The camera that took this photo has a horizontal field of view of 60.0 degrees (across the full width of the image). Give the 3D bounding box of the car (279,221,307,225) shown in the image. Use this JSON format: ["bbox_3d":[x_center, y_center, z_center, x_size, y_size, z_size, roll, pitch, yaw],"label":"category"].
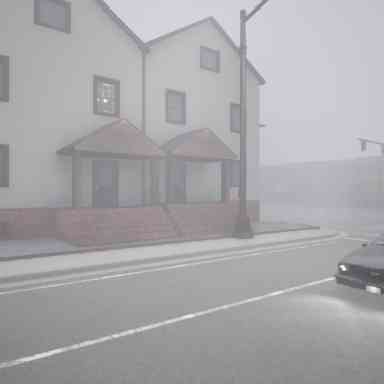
[{"bbox_3d":[8.588,3.480,31.355,2.128,1.511,4.902,-1,-12,-36],"label":"car"}]

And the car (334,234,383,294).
[{"bbox_3d":[5.734,1.547,8.203,5.357,1.411,2.033,0,0,-37],"label":"car"}]
